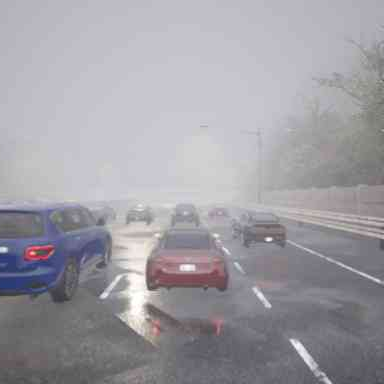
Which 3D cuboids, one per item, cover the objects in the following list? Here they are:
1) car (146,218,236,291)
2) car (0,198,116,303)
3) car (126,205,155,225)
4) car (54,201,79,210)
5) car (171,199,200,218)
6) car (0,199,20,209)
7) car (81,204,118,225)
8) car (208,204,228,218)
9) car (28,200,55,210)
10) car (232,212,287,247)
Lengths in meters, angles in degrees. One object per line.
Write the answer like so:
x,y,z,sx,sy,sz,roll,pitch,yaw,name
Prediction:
-0.141,1.666,9.357,1.994,1.385,4.181,1,-1,-1,car
-3.619,1.282,8.502,2.150,2.045,5.566,1,-1,-1,car
-4.017,1.746,26.400,2.128,1.511,4.902,1,-1,-1,car
-18.702,1.981,49.807,1.895,1.301,4.718,1,-1,-1,car
-0.514,1.638,26.263,2.097,1.767,4.553,1,-1,-1,car
-29.215,1.851,51.731,2.033,1.411,5.357,1,-1,-1,car
-7.544,1.759,27.490,1.812,1.442,4.674,1,-1,-1,car
2.697,1.936,34.727,1.812,1.442,4.674,1,-1,-1,car
-22.193,1.943,49.341,1.895,1.301,4.718,1,-1,-1,car
3.111,1.710,16.078,1.837,1.490,4.892,1,-1,-1,car
